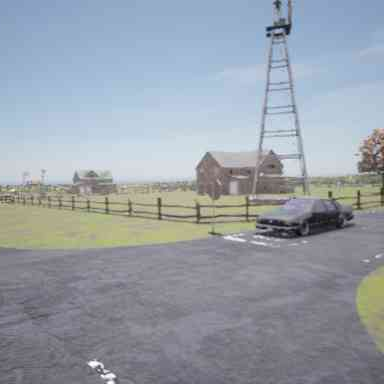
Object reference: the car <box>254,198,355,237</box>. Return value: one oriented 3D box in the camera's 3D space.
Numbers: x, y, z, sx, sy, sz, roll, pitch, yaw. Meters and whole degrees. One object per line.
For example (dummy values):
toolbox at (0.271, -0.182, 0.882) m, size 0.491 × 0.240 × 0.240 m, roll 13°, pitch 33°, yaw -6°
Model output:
car at (5.161, 0.978, 14.773) m, size 5.357 × 1.411 × 2.033 m, roll -3°, pitch 3°, yaw -38°
